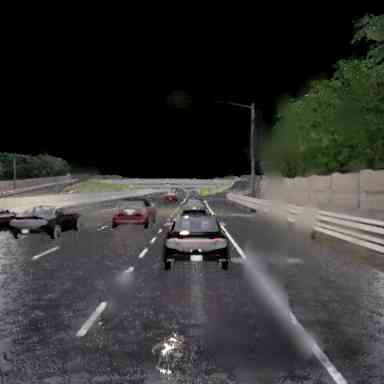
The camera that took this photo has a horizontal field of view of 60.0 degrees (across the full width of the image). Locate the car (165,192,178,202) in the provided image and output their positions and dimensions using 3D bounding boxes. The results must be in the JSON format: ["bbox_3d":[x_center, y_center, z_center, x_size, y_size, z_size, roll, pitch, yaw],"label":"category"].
[{"bbox_3d":[-3.193,0.803,52.532,1.882,1.535,5.008,0,1,1],"label":"car"}]

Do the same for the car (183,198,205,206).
[{"bbox_3d":[0.209,1.243,29.434,1.994,1.385,4.181,0,1,0],"label":"car"}]

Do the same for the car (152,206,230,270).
[{"bbox_3d":[0.121,1.430,10.806,2.128,1.511,4.902,0,1,0],"label":"car"}]

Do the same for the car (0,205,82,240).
[{"bbox_3d":[-6.861,1.370,16.124,2.128,1.511,4.902,0,1,0],"label":"car"}]

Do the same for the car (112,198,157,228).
[{"bbox_3d":[-3.443,1.168,20.618,2.097,1.767,4.553,0,1,0],"label":"car"}]
